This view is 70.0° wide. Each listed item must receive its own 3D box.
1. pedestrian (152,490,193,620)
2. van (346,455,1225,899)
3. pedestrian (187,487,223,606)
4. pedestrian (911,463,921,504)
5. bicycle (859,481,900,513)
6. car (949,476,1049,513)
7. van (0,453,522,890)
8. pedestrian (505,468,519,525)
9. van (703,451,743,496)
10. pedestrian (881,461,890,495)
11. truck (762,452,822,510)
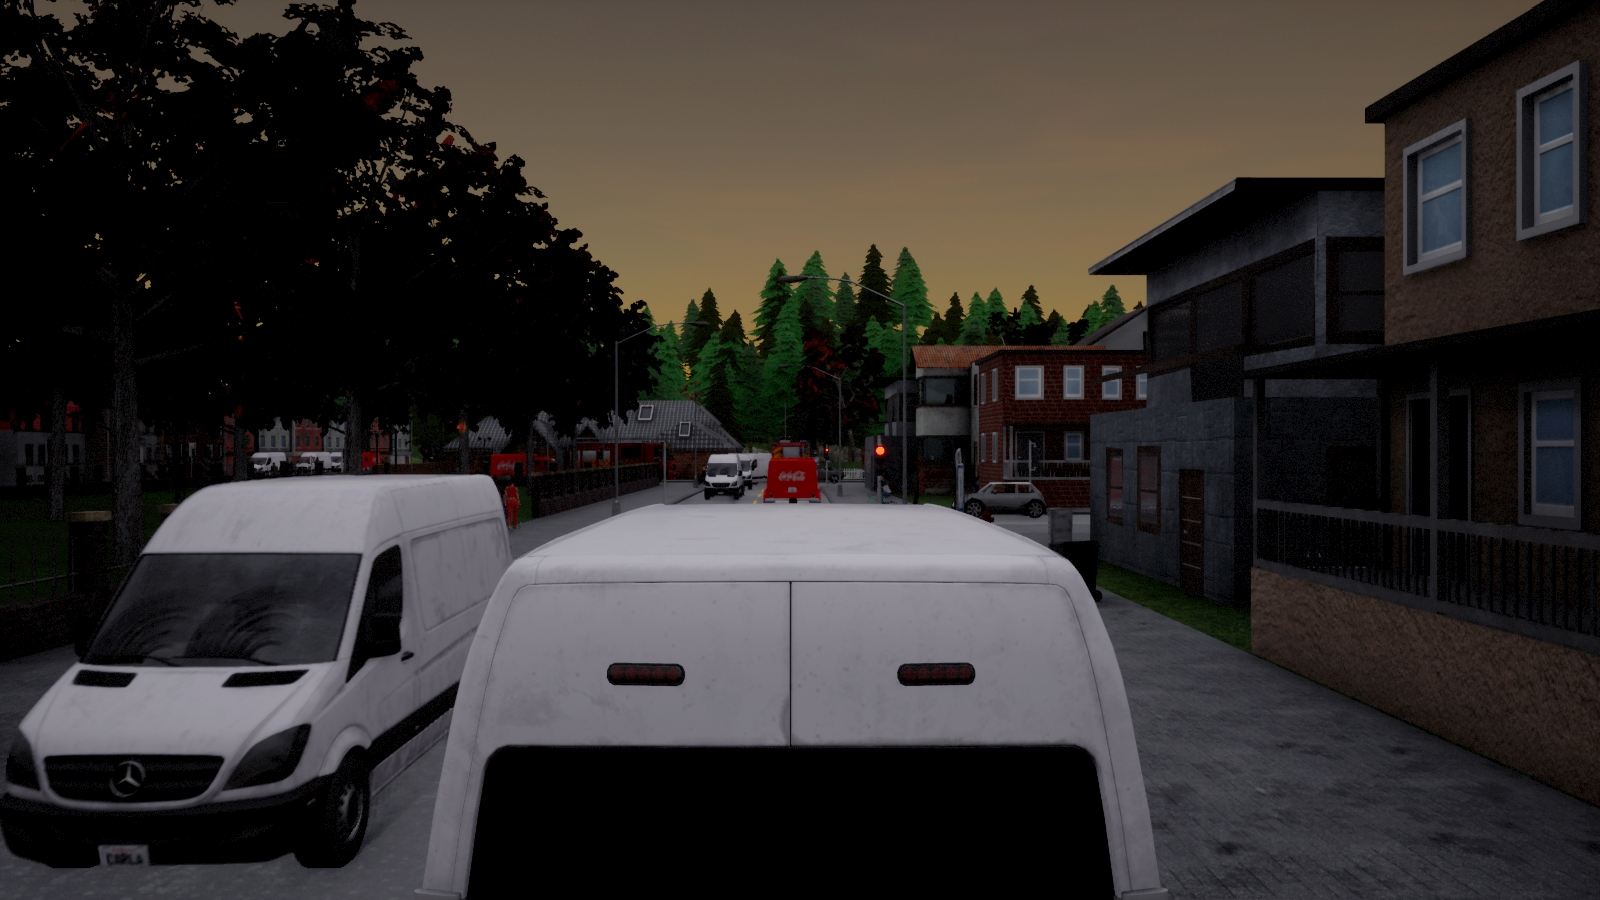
[{"bbox_3d":[-9.178,1.525,16.709,0.375,1.860,0.375,0,0,13],"label":"pedestrian"},{"bbox_3d":[-0.041,1.314,5.541,1.988,2.561,5.915,0,0,0],"label":"van"},{"bbox_3d":[-9.434,1.525,18.128,0.375,1.860,0.375,0,0,-1],"label":"pedestrian"},{"bbox_3d":[5.307,1.516,52.274,0.375,1.860,0.375,0,0,24],"label":"pedestrian"},{"bbox_3d":[3.275,1.936,47.111,1.643,1.296,0.373,0,0,-1],"label":"bicycle"},{"bbox_3d":[8.223,1.844,47.485,3.806,1.475,1.970,0,0,-1],"label":"car"},{"bbox_3d":[-4.050,1.314,9.703,1.988,2.561,5.915,0,0,0],"label":"van"},{"bbox_3d":[-9.495,1.525,37.670,0.375,1.860,0.375,0,0,0],"label":"pedestrian"},{"bbox_3d":[-4.457,1.314,66.858,1.988,2.561,5.915,0,0,0],"label":"van"},{"bbox_3d":[4.686,1.517,62.610,0.375,1.860,0.375,0,0,-16],"label":"pedestrian"},{"bbox_3d":[-0.354,1.364,52.684,2.627,2.467,5.204,0,1,0],"label":"truck"}]
